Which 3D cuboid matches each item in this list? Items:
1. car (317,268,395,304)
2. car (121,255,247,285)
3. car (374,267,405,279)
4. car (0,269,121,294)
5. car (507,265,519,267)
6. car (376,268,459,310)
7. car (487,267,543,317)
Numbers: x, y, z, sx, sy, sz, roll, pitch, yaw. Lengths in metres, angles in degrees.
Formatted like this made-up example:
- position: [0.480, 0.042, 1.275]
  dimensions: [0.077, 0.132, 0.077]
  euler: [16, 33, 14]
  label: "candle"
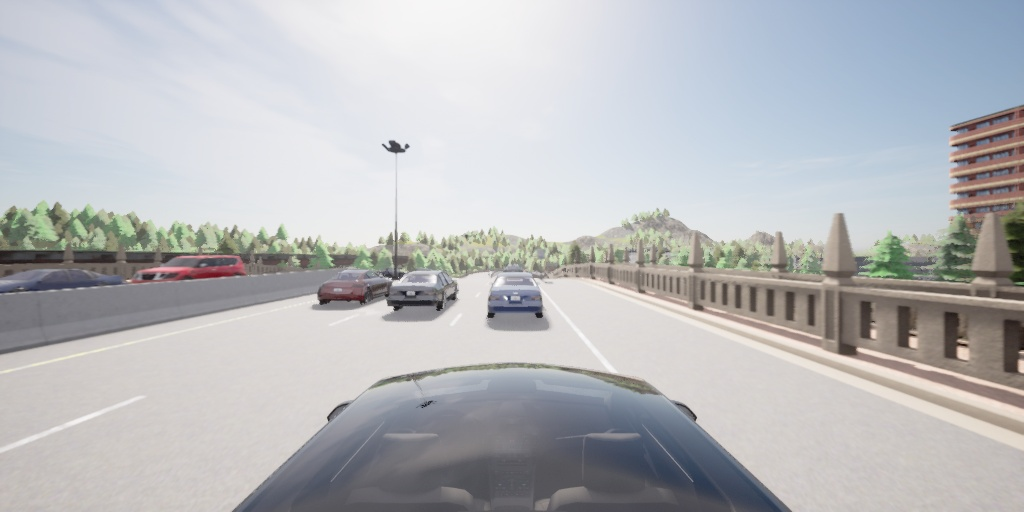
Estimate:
- position: [-6.902, 1.315, 16.228]
  dimensions: [1.994, 1.385, 4.181]
  euler: [0, 0, 0]
  label: "car"
- position: [-17.595, 0.973, 20.010]
  dimensions: [2.150, 2.045, 5.566]
  euler: [0, 0, 0]
  label: "car"
- position: [-14.037, 2.008, 41.369]
  dimensions: [1.895, 1.301, 4.718]
  euler: [0, -4, 1]
  label: "car"
- position: [-21.095, 1.298, 16.331]
  dimensions: [2.033, 1.411, 5.357]
  euler: [0, 0, 0]
  label: "car"
- position: [0.096, 1.605, 35.448]
  dimensions: [1.994, 1.385, 4.181]
  euler: [0, -3, 0]
  label: "car"
- position: [-3.402, 1.299, 14.553]
  dimensions: [2.033, 1.411, 5.357]
  euler: [0, 0, 0]
  label: "car"
- position: [0.099, 1.299, 13.143]
  dimensions: [2.033, 1.411, 5.357]
  euler: [0, 0, 0]
  label: "car"
